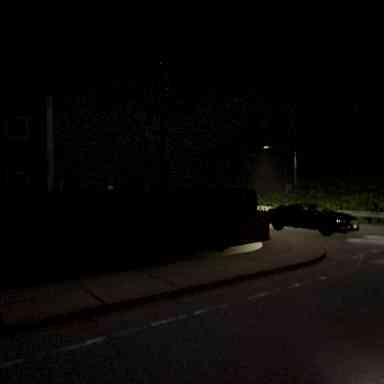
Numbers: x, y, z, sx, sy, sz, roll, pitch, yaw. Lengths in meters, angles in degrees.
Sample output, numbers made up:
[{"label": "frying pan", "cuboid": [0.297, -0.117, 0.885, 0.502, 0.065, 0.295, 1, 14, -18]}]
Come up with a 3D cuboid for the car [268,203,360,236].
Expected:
[{"label": "car", "cuboid": [6.135, 1.323, 17.382, 2.128, 1.511, 4.902, -1, 0, -35]}]
